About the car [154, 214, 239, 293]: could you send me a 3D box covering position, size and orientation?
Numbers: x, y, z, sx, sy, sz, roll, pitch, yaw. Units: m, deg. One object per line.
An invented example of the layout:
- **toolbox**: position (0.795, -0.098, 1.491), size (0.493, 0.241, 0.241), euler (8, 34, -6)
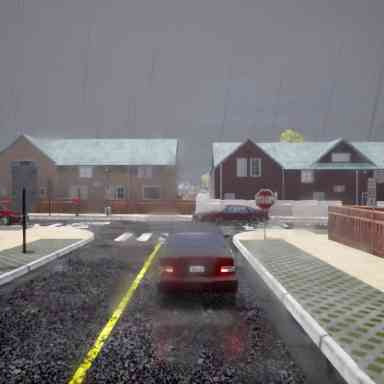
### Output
- **car**: position (0.094, 1.547, 8.970), size (2.033, 1.411, 5.357), euler (0, 0, 0)

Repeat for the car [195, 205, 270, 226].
- **car**: position (2.669, 1.584, 22.790), size (5.357, 1.411, 2.033), euler (1, 0, -18)

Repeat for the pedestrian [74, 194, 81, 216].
- **pedestrian**: position (-9.378, 1.053, 27.144), size (0.375, 1.860, 0.375), euler (0, 0, 1)

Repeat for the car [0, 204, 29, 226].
- **car**: position (-12.918, 1.410, 21.295), size (4.674, 1.442, 1.812), euler (1, 0, 4)
